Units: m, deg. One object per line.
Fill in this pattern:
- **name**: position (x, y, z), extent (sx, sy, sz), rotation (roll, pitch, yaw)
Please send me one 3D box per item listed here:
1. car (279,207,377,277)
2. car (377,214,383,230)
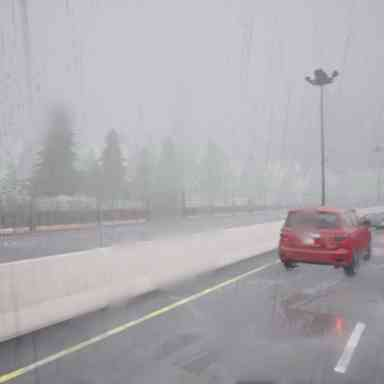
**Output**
- **car**: position (4.869, 1.538, 11.739), extent (2.150, 2.045, 5.566), rotation (-1, -2, 35)
- **car**: position (13.636, 2.239, 24.541), extent (1.895, 1.301, 4.718), rotation (-1, -2, 35)
